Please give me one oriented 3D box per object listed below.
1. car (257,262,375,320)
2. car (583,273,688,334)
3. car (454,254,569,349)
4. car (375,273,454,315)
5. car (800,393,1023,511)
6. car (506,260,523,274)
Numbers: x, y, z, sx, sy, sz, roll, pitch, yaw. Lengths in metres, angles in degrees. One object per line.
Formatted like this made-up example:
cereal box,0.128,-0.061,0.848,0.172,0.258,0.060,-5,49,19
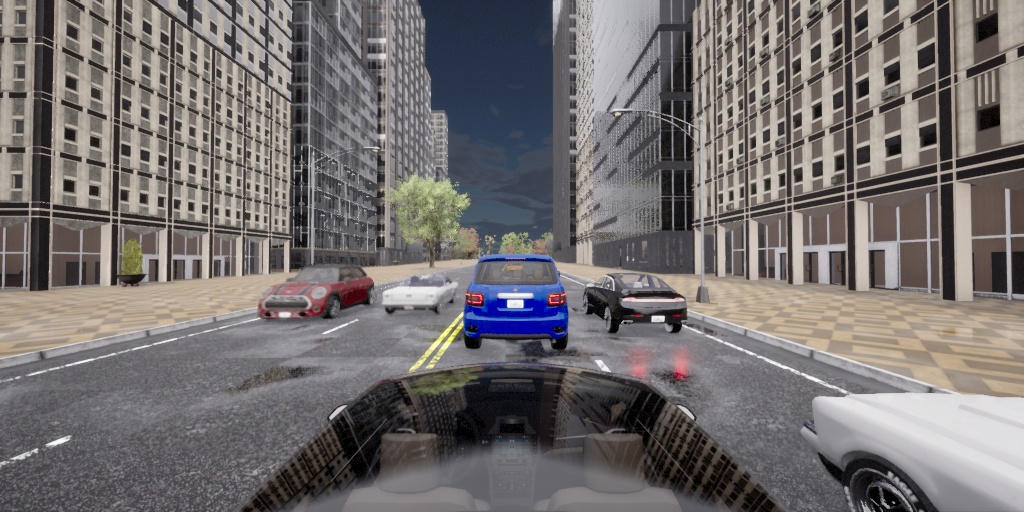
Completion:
car,-6.554,1.105,12.603,2.097,1.767,4.553,0,0,0
car,3.388,1.244,10.712,2.128,1.511,4.902,0,0,0
car,0.120,0.974,9.276,2.150,2.045,5.566,0,0,1
car,-3.298,1.354,13.686,1.895,1.301,4.718,0,0,0
car,3.346,1.350,0.829,1.895,1.301,4.718,0,0,0
car,0.277,1.242,42.640,1.882,1.535,5.008,0,0,0
